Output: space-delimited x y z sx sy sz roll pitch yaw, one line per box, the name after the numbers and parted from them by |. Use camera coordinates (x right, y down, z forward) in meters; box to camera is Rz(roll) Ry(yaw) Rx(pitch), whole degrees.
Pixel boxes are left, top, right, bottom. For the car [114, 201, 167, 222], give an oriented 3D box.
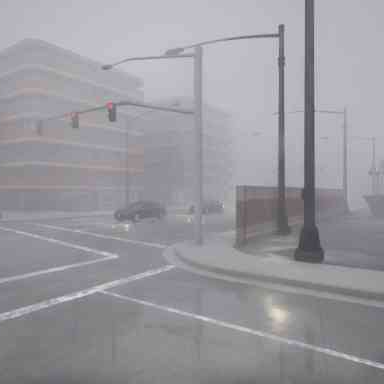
-3.996 1.505 26.359 1.837 1.490 4.892 0 0 35 | car

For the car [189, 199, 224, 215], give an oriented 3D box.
1.597 1.505 34.480 1.837 1.490 4.892 0 0 35 | car
